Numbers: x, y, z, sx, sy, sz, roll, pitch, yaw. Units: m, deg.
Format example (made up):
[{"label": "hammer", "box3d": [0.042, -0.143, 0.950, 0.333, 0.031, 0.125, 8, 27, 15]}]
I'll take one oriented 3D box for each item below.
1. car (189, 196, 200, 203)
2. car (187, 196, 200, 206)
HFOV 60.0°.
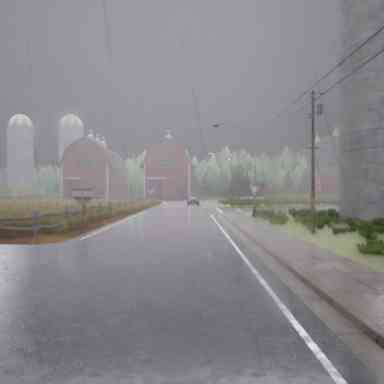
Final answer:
[{"label": "car", "box3d": [0.584, 1.503, 68.635, 1.895, 1.301, 4.718, 0, 0, 7]}, {"label": "car", "box3d": [0.175, 1.455, 53.753, 1.812, 1.442, 4.674, 0, 0, 0]}]
